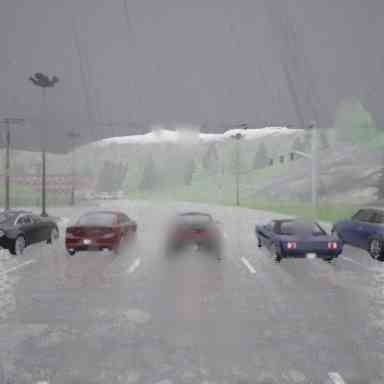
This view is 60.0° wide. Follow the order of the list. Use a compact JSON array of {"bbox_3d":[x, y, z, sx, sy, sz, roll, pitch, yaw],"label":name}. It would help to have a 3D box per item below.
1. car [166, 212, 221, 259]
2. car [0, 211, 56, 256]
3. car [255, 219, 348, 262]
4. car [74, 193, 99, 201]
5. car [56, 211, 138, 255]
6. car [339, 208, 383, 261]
[{"bbox_3d":[0.054,1.517,12.601,1.837,1.490,4.892,0,-1,0],"label":"car"},{"bbox_3d":[-6.946,1.505,13.104,2.128,1.511,4.902,0,0,0],"label":"car"},{"bbox_3d":[3.553,1.615,12.090,1.895,1.301,4.718,0,0,0],"label":"car"},{"bbox_3d":[-28.816,1.327,90.613,5.566,2.045,2.150,0,0,35],"label":"car"},{"bbox_3d":[-3.444,1.493,13.465,1.882,1.535,5.008,0,0,0],"label":"car"},{"bbox_3d":[7.053,1.367,12.538,2.097,1.767,4.553,0,0,0],"label":"car"}]
